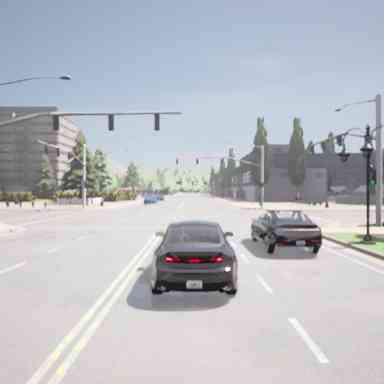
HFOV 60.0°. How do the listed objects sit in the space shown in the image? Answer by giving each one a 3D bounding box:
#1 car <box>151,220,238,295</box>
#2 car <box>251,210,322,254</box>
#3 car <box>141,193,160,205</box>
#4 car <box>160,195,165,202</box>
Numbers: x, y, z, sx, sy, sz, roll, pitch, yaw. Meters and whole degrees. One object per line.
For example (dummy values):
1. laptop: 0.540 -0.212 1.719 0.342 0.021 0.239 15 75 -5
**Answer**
1. car: 0.063 1.480 8.662 1.837 1.490 4.892 0 0 0
2. car: 3.586 1.454 13.341 2.128 1.511 4.902 0 0 0
3. car: -7.059 1.321 56.362 1.882 1.535 5.008 0 0 0
4. car: -6.990 1.279 71.678 1.882 1.535 5.008 0 0 0
